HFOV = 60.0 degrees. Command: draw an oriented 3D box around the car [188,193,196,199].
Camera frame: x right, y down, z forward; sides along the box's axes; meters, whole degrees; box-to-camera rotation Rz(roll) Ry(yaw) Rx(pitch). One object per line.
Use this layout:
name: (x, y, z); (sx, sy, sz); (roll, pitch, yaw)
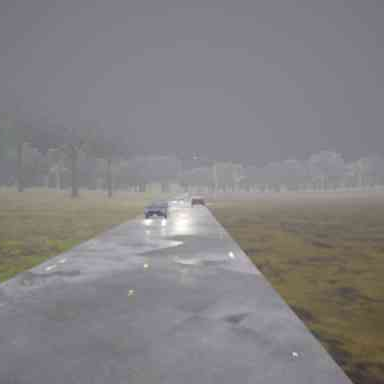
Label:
car: (-0.007, 0.871, 81.498); (2.033, 1.411, 5.357); (0, 1, 0)

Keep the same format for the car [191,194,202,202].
car: (0.820, 1.104, 63.145); (1.882, 1.535, 5.008); (0, 0, 0)

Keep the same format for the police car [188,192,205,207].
police car: (0.821, 1.170, 47.254); (1.930, 1.638, 5.238); (0, 0, 0)

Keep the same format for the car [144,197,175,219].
car: (-2.852, 1.413, 28.248); (2.033, 1.411, 5.357); (0, 0, 0)

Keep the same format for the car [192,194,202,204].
car: (0.820, 1.126, 57.334); (1.801, 1.575, 5.366); (0, 0, 0)

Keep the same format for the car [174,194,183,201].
car: (-2.756, 1.157, 68.778); (1.895, 1.301, 4.718); (0, 0, 0)
